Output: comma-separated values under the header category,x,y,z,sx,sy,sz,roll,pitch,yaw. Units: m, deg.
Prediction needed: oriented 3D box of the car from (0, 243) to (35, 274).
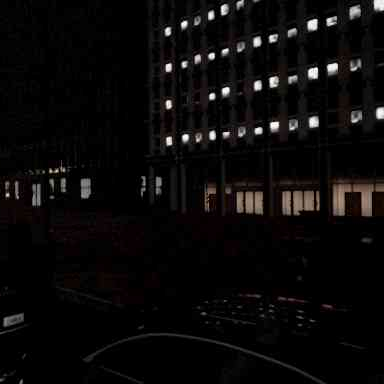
category,x,y,z,sx,sy,sz,roll,pitch,yaw
car,-4.248,1.543,5.903,4.403,1.369,2.008,0,-1,35

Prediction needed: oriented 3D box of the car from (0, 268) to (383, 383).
category,x,y,z,sx,sy,sz,roll,pitch,yaw
car,0.291,1.549,2.678,4.403,1.369,2.008,0,-1,35
